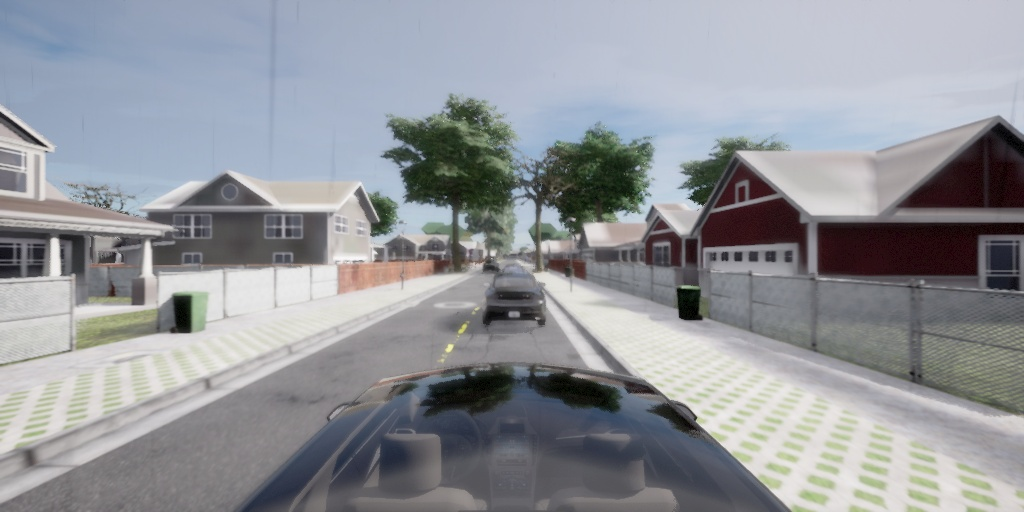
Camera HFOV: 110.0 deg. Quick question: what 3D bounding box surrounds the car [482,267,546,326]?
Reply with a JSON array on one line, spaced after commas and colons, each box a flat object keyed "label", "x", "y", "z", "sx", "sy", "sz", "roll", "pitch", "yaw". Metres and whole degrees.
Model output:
[{"label": "car", "x": 0.078, "y": 1.288, "z": 11.875, "sx": 1.837, "sy": 1.490, "sz": 4.892, "roll": 0, "pitch": 0, "yaw": 0}]

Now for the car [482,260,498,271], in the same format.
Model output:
[{"label": "car", "x": -2.768, "y": 1.260, "z": 47.755, "sx": 2.097, "sy": 1.767, "sz": 4.553, "roll": 0, "pitch": 0, "yaw": 0}]

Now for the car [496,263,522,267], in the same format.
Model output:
[{"label": "car", "x": 0.099, "y": 1.382, "z": 26.873, "sx": 2.033, "sy": 1.411, "sz": 5.357, "roll": 0, "pitch": 0, "yaw": 0}]
